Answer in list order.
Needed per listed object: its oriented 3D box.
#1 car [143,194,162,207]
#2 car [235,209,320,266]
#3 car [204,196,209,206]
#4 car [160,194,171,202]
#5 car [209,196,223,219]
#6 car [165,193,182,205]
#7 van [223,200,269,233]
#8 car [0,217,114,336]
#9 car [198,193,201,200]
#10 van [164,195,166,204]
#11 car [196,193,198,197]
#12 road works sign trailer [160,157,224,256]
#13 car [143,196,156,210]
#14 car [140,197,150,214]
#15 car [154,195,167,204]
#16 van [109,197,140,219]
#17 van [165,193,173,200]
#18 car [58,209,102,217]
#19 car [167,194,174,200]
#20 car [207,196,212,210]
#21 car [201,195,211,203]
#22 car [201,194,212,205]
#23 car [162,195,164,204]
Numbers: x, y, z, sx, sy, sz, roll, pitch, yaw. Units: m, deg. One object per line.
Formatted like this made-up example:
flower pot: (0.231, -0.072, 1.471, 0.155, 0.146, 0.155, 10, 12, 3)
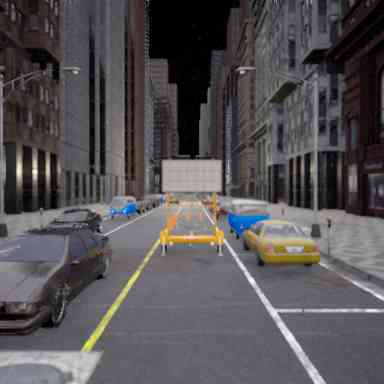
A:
car: (-5.769, 1.229, 44.904, 2.192, 1.841, 5.009, 0, 0, 0)
car: (2.759, 1.502, 11.269, 1.752, 1.417, 4.829, 0, 0, 0)
car: (2.757, 1.476, 39.280, 2.008, 1.369, 4.403, 0, 0, 0)
car: (-5.770, 1.303, 73.089, 1.967, 1.590, 4.097, 0, 0, 0)
car: (2.758, 1.386, 28.007, 1.967, 1.590, 4.097, 0, 0, 0)
car: (-3.014, 1.402, 56.306, 1.837, 1.490, 4.892, 0, 0, 0)
van: (2.758, 1.308, 16.734, 1.690, 1.788, 3.998, 0, 0, 0)
car: (-3.101, 1.532, 7.198, 2.033, 1.411, 5.357, 0, 0, 0)
car: (2.755, 1.199, 61.825, 2.192, 1.841, 5.009, 0, 0, 0)
van: (-5.769, 1.234, 56.178, 1.690, 1.788, 3.998, 0, 0, 0)
car: (2.754, 1.284, 84.370, 1.967, 1.590, 4.097, 0, 0, 0)
road works sign trailer: (-0.001, 0.437, 13.048, 2.380, 3.560, 2.880, 0, 0, 0)
car: (-5.767, 1.490, 39.269, 1.947, 1.339, 4.313, 0, 0, 0)
car: (-5.767, 1.500, 33.632, 1.947, 1.339, 4.313, 0, 0, 0)
car: (-5.769, 1.323, 61.815, 1.967, 1.590, 4.097, 0, 0, 0)
van: (-5.768, 1.286, 27.995, 1.690, 1.788, 3.998, 0, 0, 0)
van: (-5.771, 1.184, 84.362, 1.690, 1.788, 3.998, 0, 0, 0)
car: (-5.766, 1.532, 16.722, 1.947, 1.339, 4.313, 0, 0, 0)
car: (-5.771, 1.359, 89.829, 1.752, 1.417, 4.829, 0, 0, 0)
car: (2.758, 1.460, 33.814, 1.752, 1.417, 4.829, 0, 0, 0)
car: (2.756, 1.418, 67.462, 1.887, 1.381, 4.507, 0, 0, 0)
car: (2.756, 1.344, 50.552, 1.967, 1.590, 4.097, 0, 0, 0)
car: (-5.768, 1.448, 50.542, 1.887, 1.381, 4.507, 0, 0, 0)
